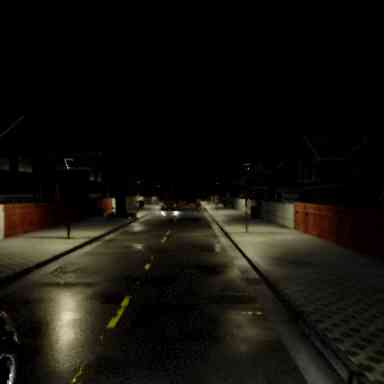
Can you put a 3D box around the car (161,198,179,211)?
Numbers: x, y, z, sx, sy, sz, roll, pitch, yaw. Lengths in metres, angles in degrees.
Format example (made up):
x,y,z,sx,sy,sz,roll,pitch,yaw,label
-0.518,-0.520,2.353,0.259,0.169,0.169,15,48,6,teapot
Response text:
x,y,z,sx,sy,sz,roll,pitch,yaw,label
-2.865,1.581,43.738,2.097,1.767,4.553,0,0,0,car

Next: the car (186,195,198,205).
x,y,z,sx,sy,sz,roll,pitch,yaw,label
-0.038,1.563,66.440,2.150,2.045,5.566,0,-1,0,car

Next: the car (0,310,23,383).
x,y,z,sx,sy,sz,roll,pitch,yaw,label
-2.851,1.576,1.955,1.994,1.385,4.181,0,0,0,car

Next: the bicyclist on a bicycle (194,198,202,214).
x,y,z,sx,sy,sz,roll,pitch,yaw,label
0.748,1.637,37.613,0.866,1.612,1.509,0,0,0,bicyclist on a bicycle

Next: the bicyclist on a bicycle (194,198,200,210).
x,y,z,sx,sy,sz,roll,pitch,yaw,label
0.749,1.686,47.534,0.866,1.612,1.509,0,0,0,bicyclist on a bicycle
